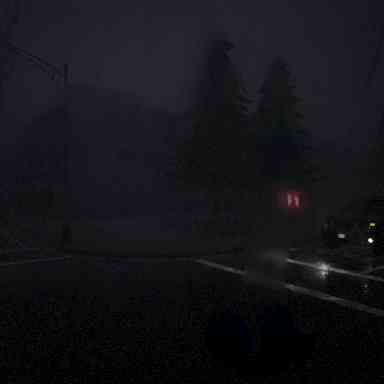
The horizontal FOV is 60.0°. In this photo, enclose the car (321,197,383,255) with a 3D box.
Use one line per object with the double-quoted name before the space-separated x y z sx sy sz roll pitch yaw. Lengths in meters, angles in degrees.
"car" 7.665 1.248 13.763 5.566 2.045 2.150 0 0 -37
